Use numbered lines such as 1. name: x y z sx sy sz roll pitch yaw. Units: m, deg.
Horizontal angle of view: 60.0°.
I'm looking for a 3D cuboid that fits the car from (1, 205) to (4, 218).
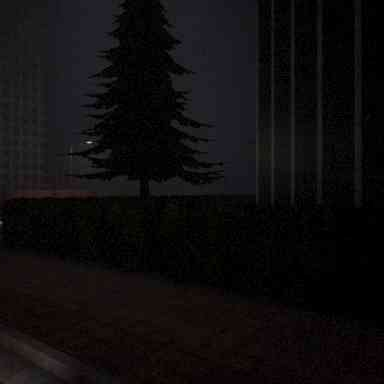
1. car: -13.118 1.560 28.389 1.837 1.490 4.892 0 0 36
